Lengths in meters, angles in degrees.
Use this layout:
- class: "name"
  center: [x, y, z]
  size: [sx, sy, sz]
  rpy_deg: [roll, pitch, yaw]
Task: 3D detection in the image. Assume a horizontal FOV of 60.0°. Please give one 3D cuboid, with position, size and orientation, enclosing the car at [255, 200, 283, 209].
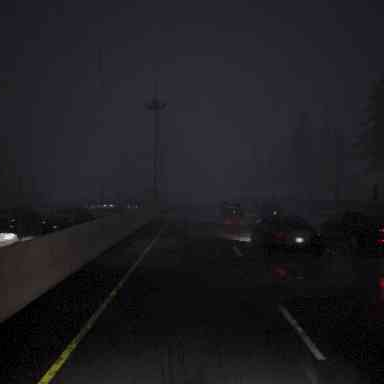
- class: "car"
  center: [7.050, 1.545, 30.673]
  size: [1.837, 1.490, 4.892]
  rpy_deg: [0, 0, -1]

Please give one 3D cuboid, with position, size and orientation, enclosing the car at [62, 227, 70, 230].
- class: "car"
  center: [-7.115, 1.552, 19.571]
  size: [1.812, 1.442, 4.674]
  rpy_deg: [0, 0, 0]

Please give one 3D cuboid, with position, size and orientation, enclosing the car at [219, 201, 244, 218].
- class: "car"
  center: [3.553, 1.532, 30.607]
  size: [2.128, 1.511, 4.902]
  rpy_deg: [0, 0, -1]

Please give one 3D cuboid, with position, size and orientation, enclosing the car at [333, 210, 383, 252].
- class: "car"
  center: [7.094, 1.523, 14.031]
  size: [1.837, 1.490, 4.892]
  rpy_deg: [0, 0, 0]

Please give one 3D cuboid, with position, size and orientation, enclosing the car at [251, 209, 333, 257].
- class: "car"
  center: [3.592, 1.581, 13.109]
  size: [1.994, 1.385, 4.181]
  rpy_deg: [0, 0, 0]
